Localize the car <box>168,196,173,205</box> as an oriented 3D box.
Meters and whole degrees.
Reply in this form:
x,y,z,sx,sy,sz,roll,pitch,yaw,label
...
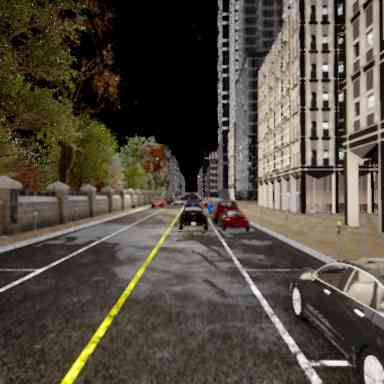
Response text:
x,y,z,sx,sy,sz,roll,pitch,yaw,label
-5.678,1.903,72.894,2.192,1.841,5.009,1,0,0,car

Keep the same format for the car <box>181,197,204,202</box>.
x,y,z,sx,sy,sz,roll,pitch,yaw,label
0.102,1.705,40.965,2.097,1.767,4.553,0,0,0,car

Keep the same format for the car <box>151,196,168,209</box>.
x,y,z,sx,sy,sz,roll,pitch,yaw,label
-5.679,1.782,55.847,2.192,1.841,5.009,1,0,0,car

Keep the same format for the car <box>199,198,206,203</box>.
x,y,z,sx,sy,sz,roll,pitch,yaw,label
2.700,2.275,89.150,1.802,1.307,4.206,1,0,0,car

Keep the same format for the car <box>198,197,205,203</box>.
x,y,z,sx,sy,sz,roll,pitch,yaw,label
2.702,2.168,94.768,1.967,1.590,4.097,1,0,0,car

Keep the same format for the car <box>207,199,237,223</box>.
x,y,z,sx,sy,sz,roll,pitch,yaw,label
2.699,1.559,27.400,2.192,1.841,5.009,0,0,0,car

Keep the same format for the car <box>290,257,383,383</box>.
x,y,z,sx,sy,sz,roll,pitch,yaw,label
2.696,1.595,4.674,2.008,1.369,4.403,0,-1,0,car

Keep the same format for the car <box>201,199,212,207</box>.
x,y,z,sx,sy,sz,roll,pitch,yaw,label
2.699,2.034,61.654,1.752,1.417,4.829,1,0,0,car

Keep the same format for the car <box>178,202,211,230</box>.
x,y,z,sx,sy,sz,roll,pitch,yaw,label
0.100,1.714,22.998,1.837,1.490,4.892,0,0,0,car

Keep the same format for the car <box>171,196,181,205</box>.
x,y,z,sx,sy,sz,roll,pitch,yaw,label
-2.998,2.145,72.726,1.895,1.301,4.718,0,0,0,car

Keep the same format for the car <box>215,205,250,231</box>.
x,y,z,sx,sy,sz,roll,pitch,yaw,label
2.697,1.778,21.715,1.802,1.307,4.206,0,0,0,car

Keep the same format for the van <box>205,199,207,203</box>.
x,y,z,sx,sy,sz,roll,pitch,yaw,label
2.700,1.677,38.761,1.690,1.788,3.998,1,0,0,van

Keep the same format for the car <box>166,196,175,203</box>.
x,y,z,sx,sy,sz,roll,pitch,yaw,label
-5.677,2.009,89.211,2.192,1.841,5.009,1,0,0,car

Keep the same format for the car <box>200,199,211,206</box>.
x,y,z,sx,sy,sz,roll,pitch,yaw,label
2.699,2.114,67.163,1.947,1.339,4.313,1,0,0,car
